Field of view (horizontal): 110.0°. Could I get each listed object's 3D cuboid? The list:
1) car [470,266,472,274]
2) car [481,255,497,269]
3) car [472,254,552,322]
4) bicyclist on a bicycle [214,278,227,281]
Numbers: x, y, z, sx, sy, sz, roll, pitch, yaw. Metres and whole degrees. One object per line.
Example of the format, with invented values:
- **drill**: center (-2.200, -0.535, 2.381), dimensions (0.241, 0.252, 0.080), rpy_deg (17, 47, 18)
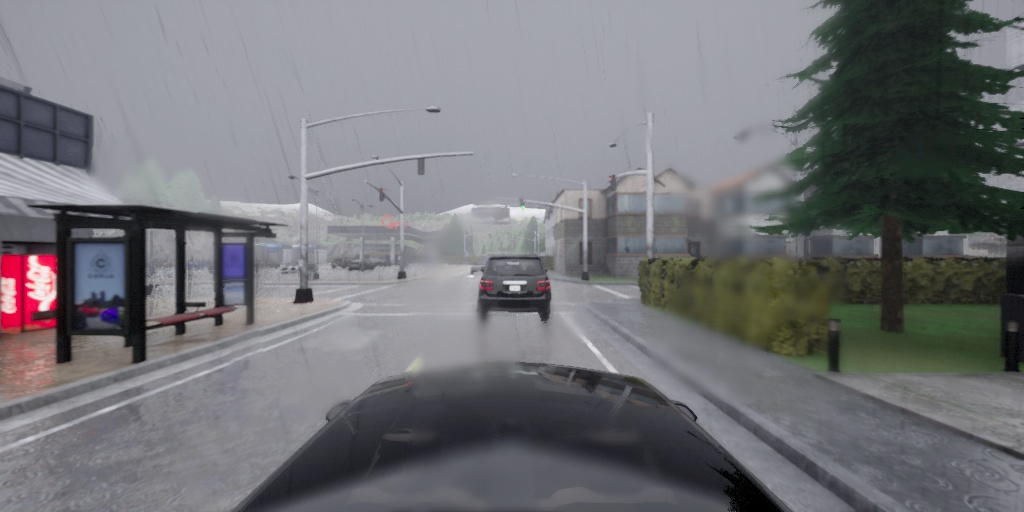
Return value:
- **car**: center (-3.592, 1.323, 40.689), dimensions (1.895, 1.301, 4.718), rpy_deg (0, 0, 0)
- **car**: center (-3.560, 0.934, 55.863), dimensions (2.150, 2.045, 5.566), rpy_deg (0, 0, 0)
- **car**: center (0.088, 0.965, 12.343), dimensions (2.150, 2.045, 5.566), rpy_deg (0, 0, 0)
- **bicyclist on a bicycle**: center (-22.215, 1.209, 27.586), dimensions (0.582, 1.620, 1.656), rpy_deg (0, 0, 0)
